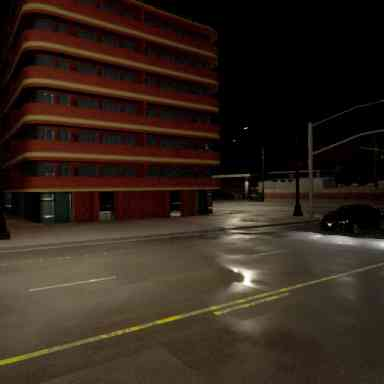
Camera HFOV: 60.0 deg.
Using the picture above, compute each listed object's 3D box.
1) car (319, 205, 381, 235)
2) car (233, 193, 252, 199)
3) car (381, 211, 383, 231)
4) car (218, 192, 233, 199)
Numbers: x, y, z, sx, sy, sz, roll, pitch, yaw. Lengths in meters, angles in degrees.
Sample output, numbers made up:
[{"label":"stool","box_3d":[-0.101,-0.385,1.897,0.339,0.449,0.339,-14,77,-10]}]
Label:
[{"label":"car","box_3d":[9.309,1.513,19.109,4.892,1.490,1.837,0,-1,-35]},{"label":"car","box_3d":[12.919,1.061,81.968,3.806,1.475,1.970,-1,1,-35]},{"label":"car","box_3d":[11.594,1.501,16.433,4.892,1.490,1.837,0,0,-35]},{"label":"car","box_3d":[8.949,0.930,86.191,4.611,1.667,2.242,-1,1,-35]}]
